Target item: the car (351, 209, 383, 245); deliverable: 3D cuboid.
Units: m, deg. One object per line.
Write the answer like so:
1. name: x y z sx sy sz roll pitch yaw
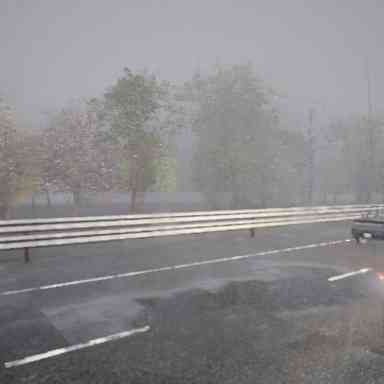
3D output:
1. car: 8.889 1.501 14.507 4.902 1.511 2.128 0 0 -35
